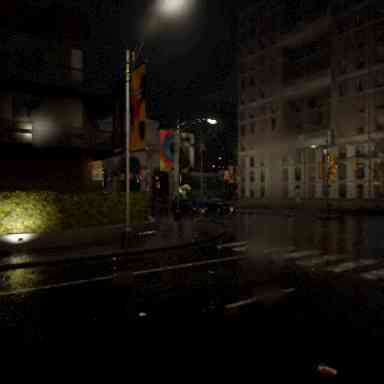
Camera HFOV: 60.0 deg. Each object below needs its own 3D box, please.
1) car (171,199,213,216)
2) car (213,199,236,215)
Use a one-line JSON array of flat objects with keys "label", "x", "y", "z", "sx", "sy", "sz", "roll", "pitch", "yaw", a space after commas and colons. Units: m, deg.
[{"label": "car", "x": -0.330, "y": 1.521, "z": 32.322, "sx": 1.812, "sy": 1.442, "sz": 4.674, "roll": 0, "pitch": 0, "yaw": -35}, {"label": "car", "x": 2.461, "y": 1.486, "z": 34.439, "sx": 2.128, "sy": 1.511, "sz": 4.902, "roll": 0, "pitch": 0, "yaw": -35}]
